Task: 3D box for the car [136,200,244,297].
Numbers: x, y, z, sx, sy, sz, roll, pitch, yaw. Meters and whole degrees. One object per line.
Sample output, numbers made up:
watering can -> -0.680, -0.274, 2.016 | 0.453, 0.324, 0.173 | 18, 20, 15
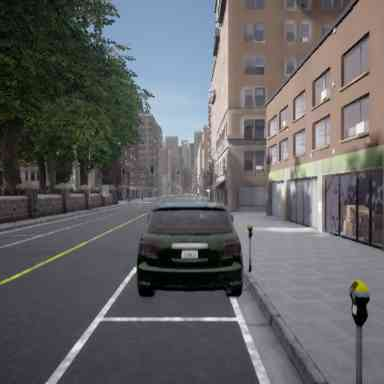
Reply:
car -> -0.039, 1.217, 8.679 | 2.150, 2.045, 5.566 | 0, 0, 0
